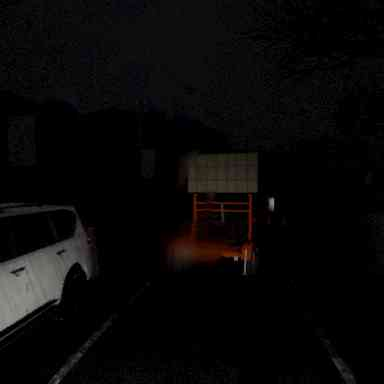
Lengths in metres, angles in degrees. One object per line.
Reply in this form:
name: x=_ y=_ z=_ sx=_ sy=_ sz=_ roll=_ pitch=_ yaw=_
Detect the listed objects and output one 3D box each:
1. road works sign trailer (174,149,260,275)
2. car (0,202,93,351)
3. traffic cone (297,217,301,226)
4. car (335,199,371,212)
road works sign trailer: x=1.012 y=0.461 z=10.684 sx=2.380 sy=3.560 sz=2.880 roll=0 pitch=0 yaw=21
car: x=-3.257 y=1.213 z=4.488 sx=2.150 sy=2.045 sz=5.566 roll=0 pitch=0 yaw=6
traffic cone: x=7.175 y=1.984 z=22.225 sx=0.340 sy=0.580 sz=0.340 roll=1 pitch=0 yaw=21
car: x=18.775 y=1.561 z=38.769 sx=5.008 sy=1.535 sz=1.882 roll=1 pitch=1 yaw=-32
